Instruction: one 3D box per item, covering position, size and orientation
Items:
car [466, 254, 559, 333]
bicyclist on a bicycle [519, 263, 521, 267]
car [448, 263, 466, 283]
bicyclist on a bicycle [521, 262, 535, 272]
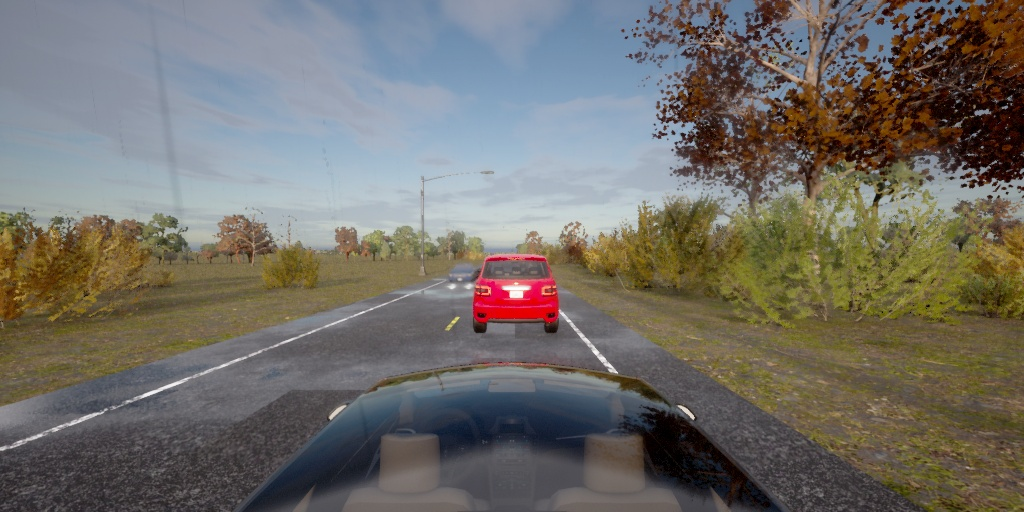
[{"bbox_3d":[0.088,0.968,10.854,2.150,2.045,5.566,0,0,0],"label":"car"},{"bbox_3d":[0.891,1.111,28.573,0.659,1.776,1.843,0,0,0],"label":"bicyclist on a bicycle"},{"bbox_3d":[-3.676,1.288,27.966,2.033,1.411,5.357,0,0,0],"label":"car"},{"bbox_3d":[0.935,1.114,18.560,0.659,1.776,1.843,0,0,0],"label":"bicyclist on a bicycle"}]
